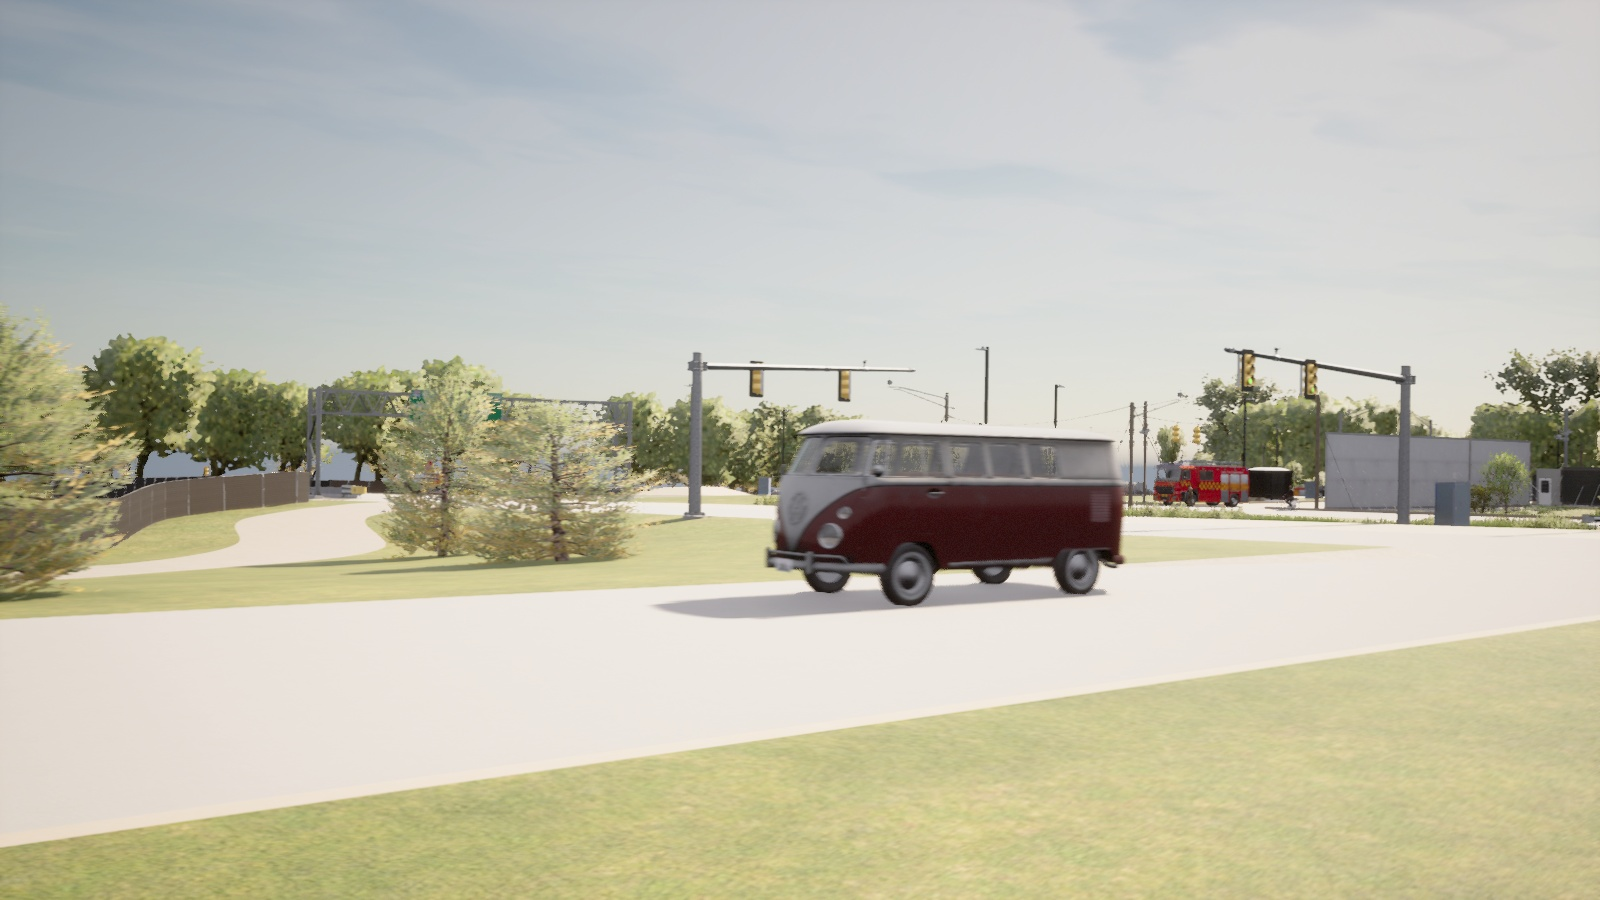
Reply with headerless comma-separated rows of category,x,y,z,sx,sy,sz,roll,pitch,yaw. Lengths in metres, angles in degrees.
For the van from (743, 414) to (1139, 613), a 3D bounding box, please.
van,1.716,0.675,14.529,4.442,1.987,1.775,1,-1,-34
